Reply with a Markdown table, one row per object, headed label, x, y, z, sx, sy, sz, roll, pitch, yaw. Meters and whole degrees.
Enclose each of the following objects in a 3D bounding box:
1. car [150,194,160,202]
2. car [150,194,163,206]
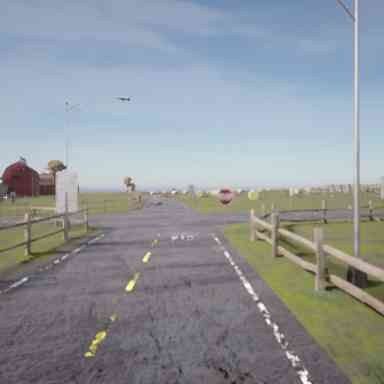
| label | x | y | z | sx | sy | sz | roll | pitch | yaw |
| --- | --- | --- | --- | --- | --- | --- | --- | --- | --- |
| car | -7.793 | 1.208 | 69.661 | 1.812 | 1.442 | 4.674 | 0 | 0 | -8 |
| car | -5.366 | 1.322 | 50.121 | 1.812 | 1.442 | 4.674 | 0 | 1 | -6 |
